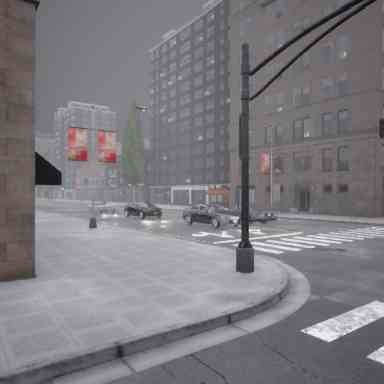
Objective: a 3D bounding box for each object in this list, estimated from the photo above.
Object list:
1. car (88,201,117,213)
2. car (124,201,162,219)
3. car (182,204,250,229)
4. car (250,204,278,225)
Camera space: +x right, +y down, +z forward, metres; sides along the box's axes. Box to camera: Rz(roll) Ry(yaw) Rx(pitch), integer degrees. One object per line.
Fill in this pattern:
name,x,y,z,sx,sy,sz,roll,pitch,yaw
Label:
car,-10.480,1.741,38.868,1.895,1.301,4.718,0,0,-36
car,-4.578,1.579,30.634,1.882,1.535,5.008,0,0,-35
car,1.246,1.554,22.524,2.128,1.511,4.902,0,0,-36
car,3.833,1.618,24.838,2.033,1.411,5.357,0,0,-36
